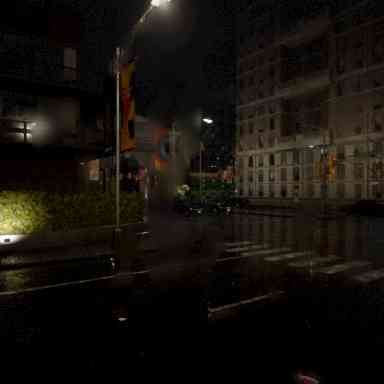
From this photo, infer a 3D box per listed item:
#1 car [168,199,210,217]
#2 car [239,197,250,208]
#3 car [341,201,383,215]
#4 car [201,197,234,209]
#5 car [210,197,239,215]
[{"bbox_3d":[-0.655,1.526,32.093,1.812,1.442,4.674,0,0,-35],"label":"car"},{"bbox_3d":[6.337,1.503,48.528,1.837,1.490,4.892,0,-1,-35],"label":"car"},{"bbox_3d":[17.323,1.564,33.452,4.181,1.385,1.994,0,0,44],"label":"car"},{"bbox_3d":[3.516,1.478,46.457,1.882,1.535,5.008,0,0,-35],"label":"car"},{"bbox_3d":[2.136,1.491,34.211,2.128,1.511,4.902,0,0,-35],"label":"car"}]
